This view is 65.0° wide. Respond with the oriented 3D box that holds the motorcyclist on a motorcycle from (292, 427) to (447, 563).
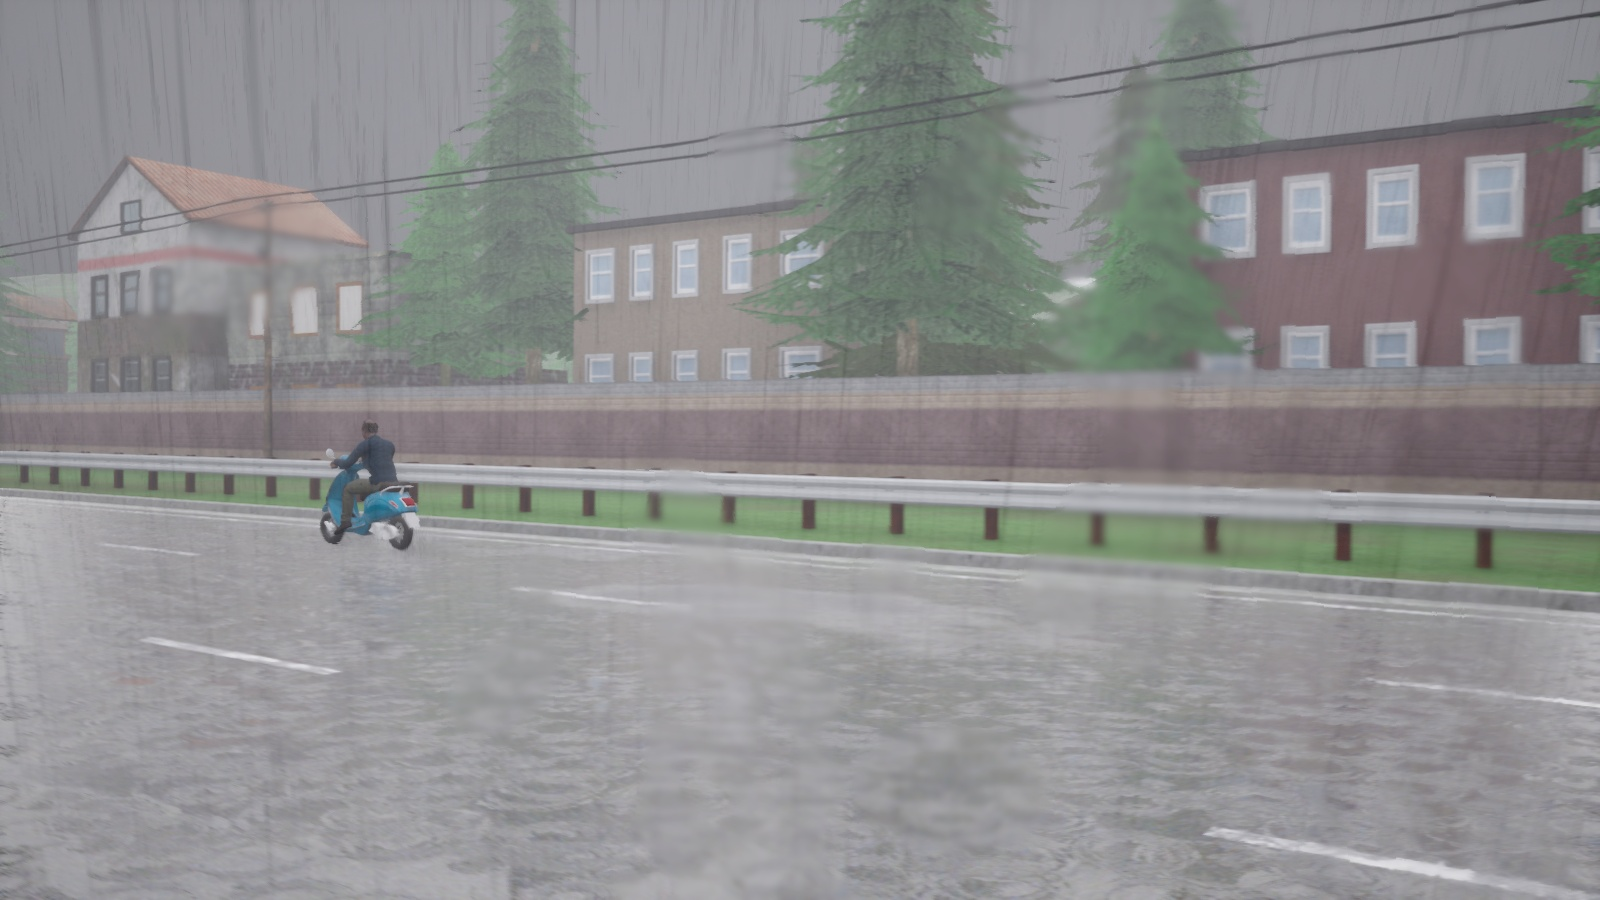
[{"bbox_3d":[-5.346,0.525,15.578,1.817,1.590,0.866,0,1,34],"label":"motorcyclist on a motorcycle"}]
